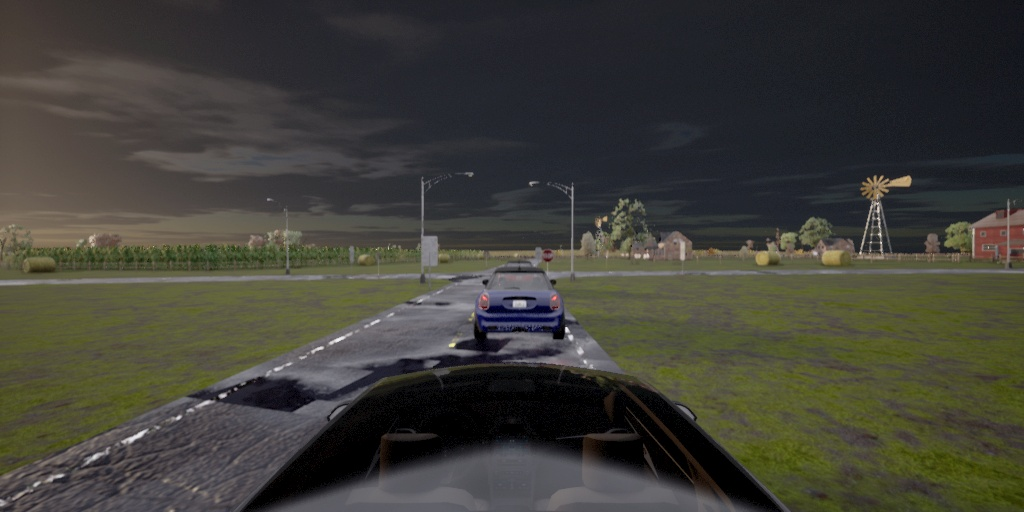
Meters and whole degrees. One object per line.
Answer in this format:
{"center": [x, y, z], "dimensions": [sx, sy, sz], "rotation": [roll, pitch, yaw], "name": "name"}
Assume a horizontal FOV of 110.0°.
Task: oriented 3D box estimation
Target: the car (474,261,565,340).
{"center": [0.198, 1.066, 10.019], "dimensions": [2.097, 1.767, 4.553], "rotation": [0, 0, 1], "name": "car"}
